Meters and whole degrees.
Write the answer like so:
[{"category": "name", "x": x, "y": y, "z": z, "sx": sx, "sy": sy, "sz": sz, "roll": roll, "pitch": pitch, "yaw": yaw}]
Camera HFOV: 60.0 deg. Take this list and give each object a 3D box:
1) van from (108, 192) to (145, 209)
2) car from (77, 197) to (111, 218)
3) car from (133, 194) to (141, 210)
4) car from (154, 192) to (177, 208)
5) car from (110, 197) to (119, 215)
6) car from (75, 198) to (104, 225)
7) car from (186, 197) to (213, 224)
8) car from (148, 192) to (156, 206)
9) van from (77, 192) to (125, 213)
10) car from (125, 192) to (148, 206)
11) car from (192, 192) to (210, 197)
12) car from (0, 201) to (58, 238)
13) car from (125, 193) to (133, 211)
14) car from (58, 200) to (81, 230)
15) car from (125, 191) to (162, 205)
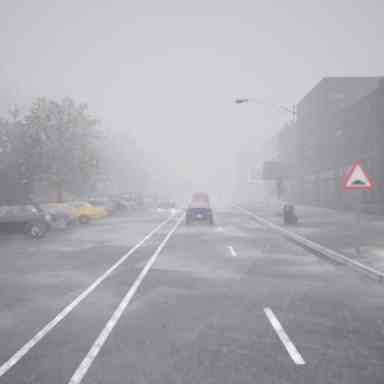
[{"category": "van", "x": -8.513, "y": 1.092, "z": 42.930, "sx": 4.442, "sy": 1.987, "sz": 1.878, "roll": -1, "pitch": 1, "yaw": -18}, {"category": "car", "x": -9.173, "y": 1.428, "z": 25.156, "sx": 5.366, "sy": 1.575, "sz": 1.946, "roll": -1, "pitch": 1, "yaw": -18}, {"category": "car", "x": -8.608, "y": 1.360, "z": 37.061, "sx": 5.008, "sy": 1.535, "sz": 2.097, "roll": -1, "pitch": 0, "yaw": -18}, {"category": "car", "x": -3.183, "y": 1.177, "z": 43.170, "sx": 2.097, "sy": 1.767, "sz": 4.553, "roll": 0, "pitch": 1, "yaw": 2}, {"category": "car", "x": -8.922, "y": 1.444, "z": 28.164, "sx": 4.792, "sy": 1.488, "sz": 2.163, "roll": -1, "pitch": 1, "yaw": -18}, {"category": "car", "x": -8.916, "y": 1.436, "z": 22.304, "sx": 5.366, "sy": 1.575, "sz": 1.946, "roll": -1, "pitch": 0, "yaw": -18}, {"category": "car", "x": 0.555, "y": 1.419, "z": 24.656, "sx": 1.882, "sy": 1.535, "sz": 5.008, "roll": 0, "pitch": 1, "yaw": 2}, {"category": "car", "x": -8.039, "y": 1.260, "z": 48.962, "sx": 5.366, "sy": 1.575, "sz": 1.946, "roll": -1, "pitch": 0, "yaw": -18}, {"category": "van", "x": -8.906, "y": 1.173, "z": 31.093, "sx": 4.442, "sy": 1.987, "sz": 1.878, "roll": -1, "pitch": 1, "yaw": -18}, {"category": "car", "x": -8.533, "y": 1.088, "z": 40.002, "sx": 5.566, "sy": 2.045, "sz": 2.435, "roll": -1, "pitch": 1, "yaw": -18}, {"category": "car", "x": 1.147, "y": 1.048, "z": 42.909, "sx": 2.150, "sy": 2.045, "sz": 5.566, "roll": 0, "pitch": 0, "yaw": 2}, {"category": "car", "x": -9.226, "y": 1.336, "z": 16.311, "sx": 4.553, "sy": 1.767, "sz": 2.185, "roll": -1, "pitch": 0, "yaw": -19}, {"category": "car", "x": -8.729, "y": 1.255, "z": 34.088, "sx": 4.553, "sy": 1.767, "sz": 2.185, "roll": -1, "pitch": 0, "yaw": -18}, {"category": "car", "x": -9.185, "y": 1.454, "z": 19.274, "sx": 4.892, "sy": 1.521, "sz": 2.231, "roll": -1, "pitch": 0, "yaw": -19}, {"category": "car", "x": -8.034, "y": 0.964, "z": 54.788, "sx": 5.566, "sy": 2.045, "sz": 2.435, "roll": -1, "pitch": 1, "yaw": -18}]
